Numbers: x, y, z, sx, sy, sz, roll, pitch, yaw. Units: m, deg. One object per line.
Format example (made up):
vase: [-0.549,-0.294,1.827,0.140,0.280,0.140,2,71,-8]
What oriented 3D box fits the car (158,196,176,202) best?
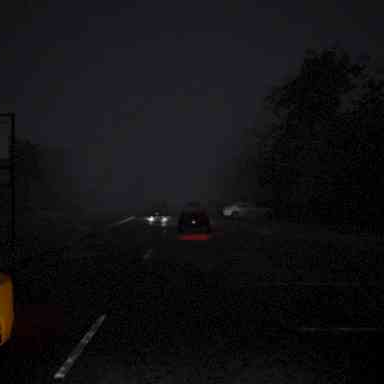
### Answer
car: [-7.583,2.100,88.413,5.366,1.575,1.946,0,-1,-1]

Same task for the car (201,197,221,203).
car: [5.035,2.155,90.671,5.366,1.575,1.946,0,-1,0]

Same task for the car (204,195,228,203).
car: [5.104,1.693,63.915,4.553,1.767,2.185,0,0,0]

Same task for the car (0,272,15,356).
car: [-3.351,1.486,2.484,1.882,1.535,5.008,0,0,0]

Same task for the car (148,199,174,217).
car: [-3.328,1.725,34.361,2.033,1.411,5.357,0,0,0]

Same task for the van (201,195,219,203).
van: [4.758,1.868,87.880,4.442,1.987,1.878,0,-1,-1]

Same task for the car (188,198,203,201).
car: [0.158,1.717,40.617,1.837,1.490,4.892,0,0,2]

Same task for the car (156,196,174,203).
car: [-7.393,2.044,91.335,4.553,1.767,2.185,0,-1,-1]

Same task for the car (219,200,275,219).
car: [5.077,1.673,29.881,4.674,1.452,2.002,0,0,0]

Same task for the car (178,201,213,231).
car: [0.096,1.585,21.597,1.882,1.535,5.008,0,0,0]

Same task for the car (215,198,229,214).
car: [5.084,1.650,33.029,5.008,1.535,2.097,0,0,0]

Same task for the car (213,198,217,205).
car: [5.073,1.669,36.303,4.892,1.521,2.231,0,0,0]

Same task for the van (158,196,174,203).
van: [-7.335,2.025,94.374,4.442,1.987,1.878,0,-2,-1]
